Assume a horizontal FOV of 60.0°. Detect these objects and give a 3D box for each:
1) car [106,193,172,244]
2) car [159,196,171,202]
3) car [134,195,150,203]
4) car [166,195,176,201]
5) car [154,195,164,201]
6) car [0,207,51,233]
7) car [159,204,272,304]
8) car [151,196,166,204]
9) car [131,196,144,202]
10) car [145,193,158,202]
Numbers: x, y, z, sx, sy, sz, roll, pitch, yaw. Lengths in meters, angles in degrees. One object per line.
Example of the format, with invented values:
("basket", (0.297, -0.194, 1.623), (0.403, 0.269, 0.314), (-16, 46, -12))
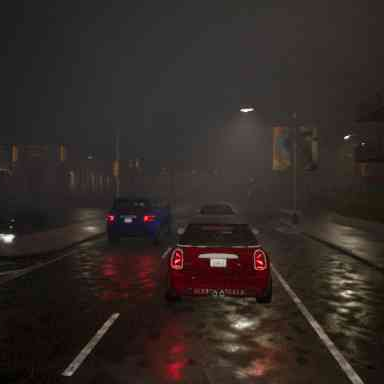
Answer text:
("car", (-2.325, 1.222, 15.867), (2.150, 2.045, 5.566), (0, 0, 4))
("car", (-6.060, 1.557, 75.642), (1.994, 1.385, 4.181), (0, 0, 4))
("car", (-10.137, 1.495, 67.951), (2.128, 1.511, 4.902), (0, 0, 4))
("car", (-5.325, 1.529, 85.656), (1.812, 1.442, 4.674), (0, 0, 4))
("car", (-8.686, 1.557, 87.666), (1.994, 1.385, 4.181), (0, 0, 4))
("car", (-10.180, 1.565, 19.714), (1.994, 1.385, 4.181), (0, 0, 4))
("car", (0.648, 1.352, 8.391), (2.097, 1.767, 4.553), (0, 0, 4))
("car", (-6.731, 1.495, 66.763), (2.128, 1.511, 4.902), (0, 0, 5))
("car", (-12.670, 1.599, 77.792), (1.895, 1.301, 4.718), (0, 0, 4))
("car", (-9.419, 1.229, 77.690), (2.150, 2.045, 5.566), (0, 0, 4))
